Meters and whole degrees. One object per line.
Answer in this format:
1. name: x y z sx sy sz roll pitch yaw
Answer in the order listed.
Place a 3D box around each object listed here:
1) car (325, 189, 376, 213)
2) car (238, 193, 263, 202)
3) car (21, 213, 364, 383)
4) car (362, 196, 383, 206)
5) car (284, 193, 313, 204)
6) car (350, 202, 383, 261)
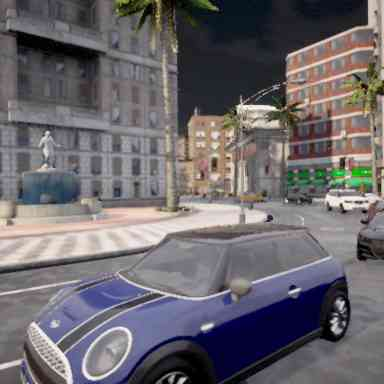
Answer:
1. car: 13.901 0.781 30.058 2.150 2.045 5.566 -1 0 3
2. car: 9.998 0.862 57.304 1.882 1.535 5.008 -1 1 -35
3. car: 0.236 1.312 4.578 4.553 1.767 2.097 -1 1 -40
4. car: 11.702 1.202 19.809 1.812 1.442 4.674 -1 1 19
5. car: 14.950 0.908 46.868 1.837 1.490 4.892 -1 0 -18
6. car: 6.840 1.294 10.991 1.882 1.535 5.008 0 1 36
